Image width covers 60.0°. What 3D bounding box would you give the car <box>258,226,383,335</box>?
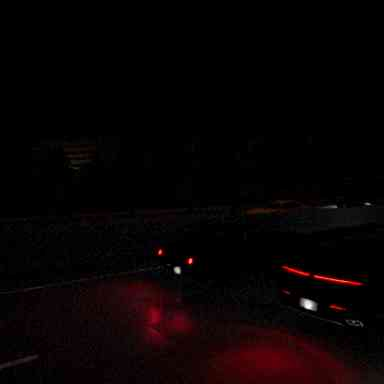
[{"bbox_3d":[3.712,1.414,6.394,4.892,1.490,1.837,-1,0,-36],"label":"car"}]

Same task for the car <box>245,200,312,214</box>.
[{"bbox_3d":[5.433,1.257,20.758,5.008,1.535,1.882,-1,1,-35],"label":"car"}]

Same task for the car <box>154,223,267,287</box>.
[{"bbox_3d":[1.459,1.515,9.086,4.718,1.301,1.895,-1,1,-36],"label":"car"}]

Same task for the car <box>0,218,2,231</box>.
[{"bbox_3d":[-12.055,1.566,16.885,4.181,1.385,1.994,-1,1,-35],"label":"car"}]

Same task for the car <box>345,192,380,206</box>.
[{"bbox_3d":[20.640,0.814,40.181,4.181,1.385,1.994,-4,2,-35],"label":"car"}]

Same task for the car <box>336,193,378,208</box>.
[{"bbox_3d":[15.938,1.125,32.541,4.181,1.385,1.994,-1,1,-35],"label":"car"}]
